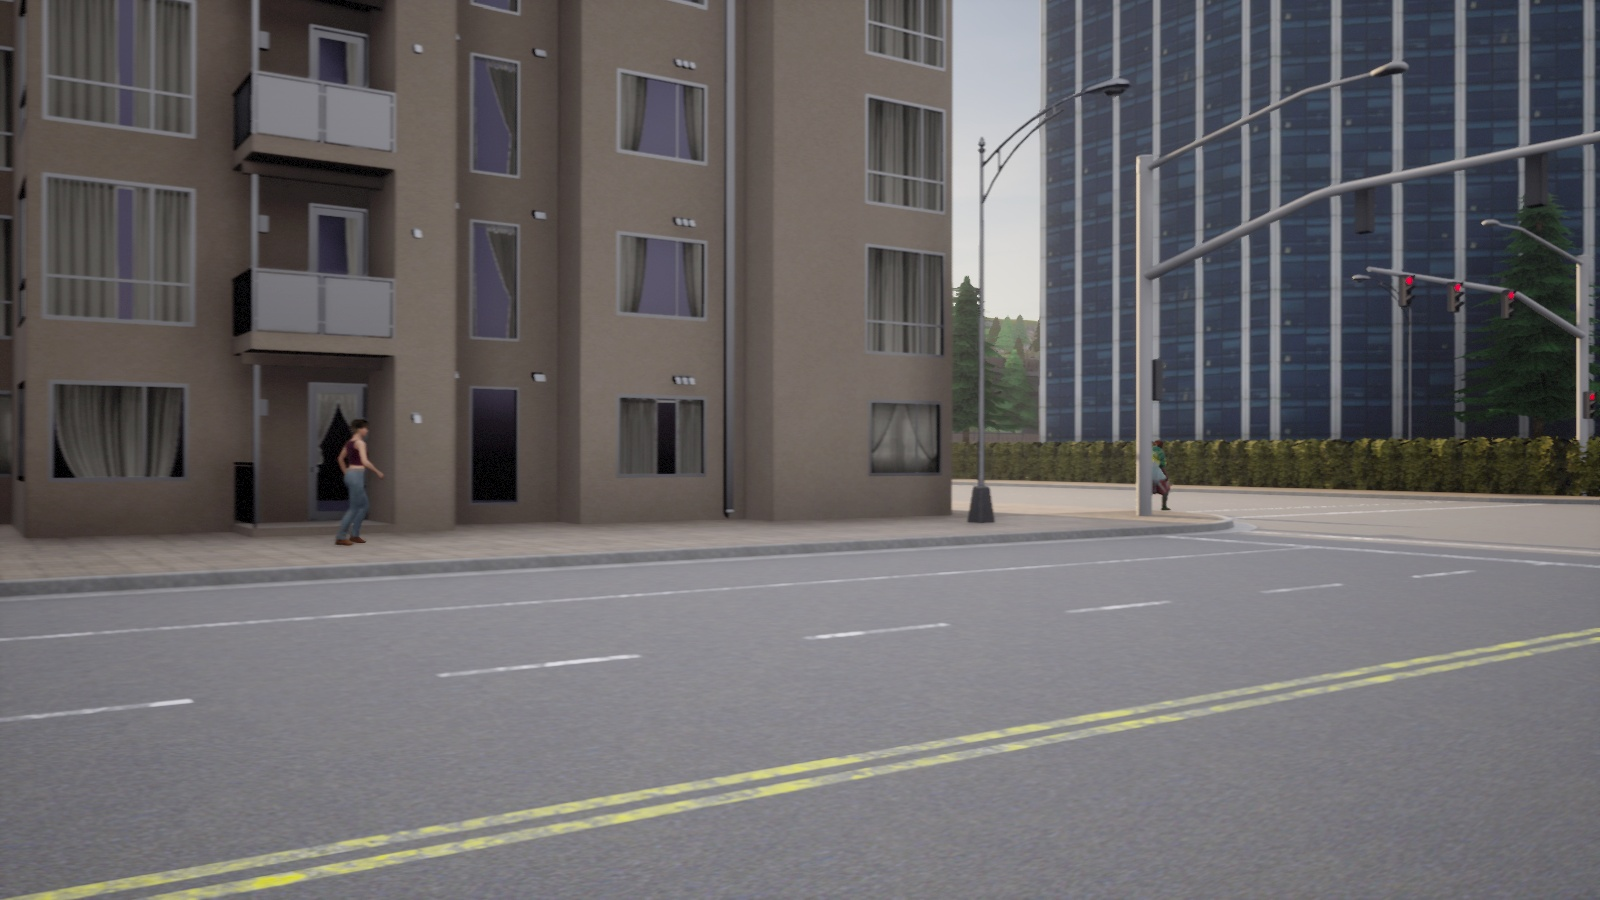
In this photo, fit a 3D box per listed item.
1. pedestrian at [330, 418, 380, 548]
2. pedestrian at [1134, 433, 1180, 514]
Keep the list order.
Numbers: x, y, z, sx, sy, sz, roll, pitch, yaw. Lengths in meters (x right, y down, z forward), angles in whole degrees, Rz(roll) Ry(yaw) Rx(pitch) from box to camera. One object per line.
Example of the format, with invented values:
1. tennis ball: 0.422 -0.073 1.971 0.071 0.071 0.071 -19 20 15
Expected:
1. pedestrian: -6.382 0.461 18.001 0.594 1.836 0.345 0 0 -38
2. pedestrian: 8.806 0.571 31.008 0.873 1.952 0.659 0 0 -27
